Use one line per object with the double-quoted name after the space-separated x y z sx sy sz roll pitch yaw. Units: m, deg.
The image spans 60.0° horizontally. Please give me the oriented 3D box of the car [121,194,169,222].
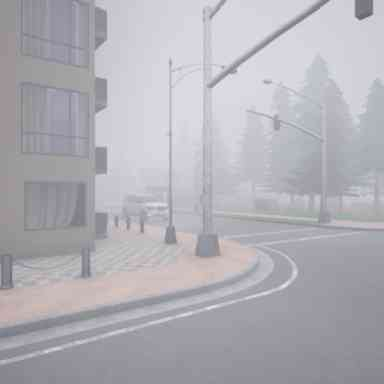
-3.777 1.198 26.646 2.150 2.045 5.566 0 0 -35 "car"
